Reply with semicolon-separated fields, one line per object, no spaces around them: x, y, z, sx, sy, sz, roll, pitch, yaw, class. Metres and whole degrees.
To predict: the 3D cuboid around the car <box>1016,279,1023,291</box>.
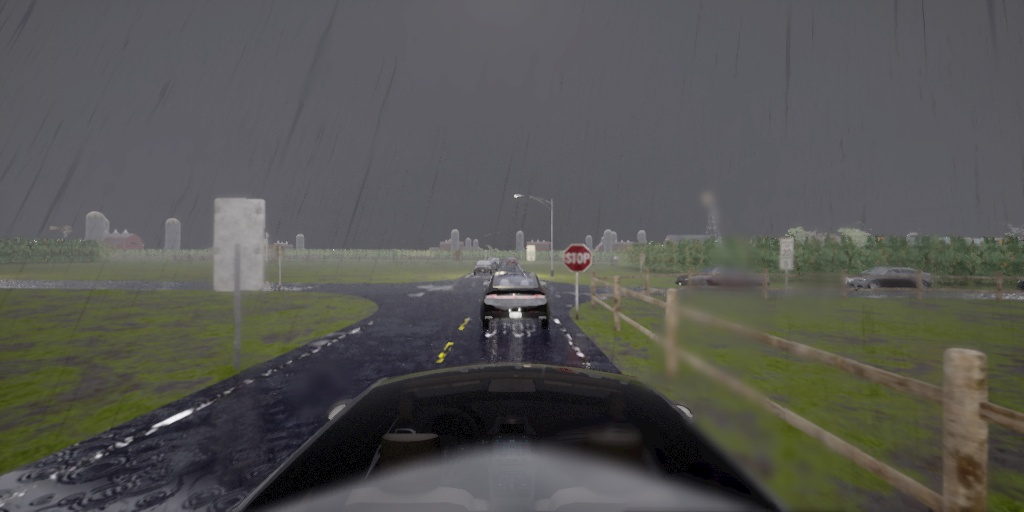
35.442;1.651;22.833;4.892;1.490;1.837;1;-1;0;car

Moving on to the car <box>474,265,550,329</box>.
0.086;1.216;11.170;2.128;1.511;4.902;0;0;0;car

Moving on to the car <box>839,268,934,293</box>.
23.782;1.495;22.869;4.902;1.511;2.128;1;-1;0;car

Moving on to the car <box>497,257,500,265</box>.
-2.910;1.171;46.600;1.994;1.385;4.181;0;0;0;car

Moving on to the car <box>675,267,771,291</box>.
13.390;1.428;22.888;5.357;1.411;2.033;1;-1;0;car

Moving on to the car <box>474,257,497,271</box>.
-2.901;1.117;37.622;1.882;1.535;5.008;0;0;0;car

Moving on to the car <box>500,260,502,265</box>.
-2.915;0.925;55.354;2.097;1.767;4.553;0;0;0;car
